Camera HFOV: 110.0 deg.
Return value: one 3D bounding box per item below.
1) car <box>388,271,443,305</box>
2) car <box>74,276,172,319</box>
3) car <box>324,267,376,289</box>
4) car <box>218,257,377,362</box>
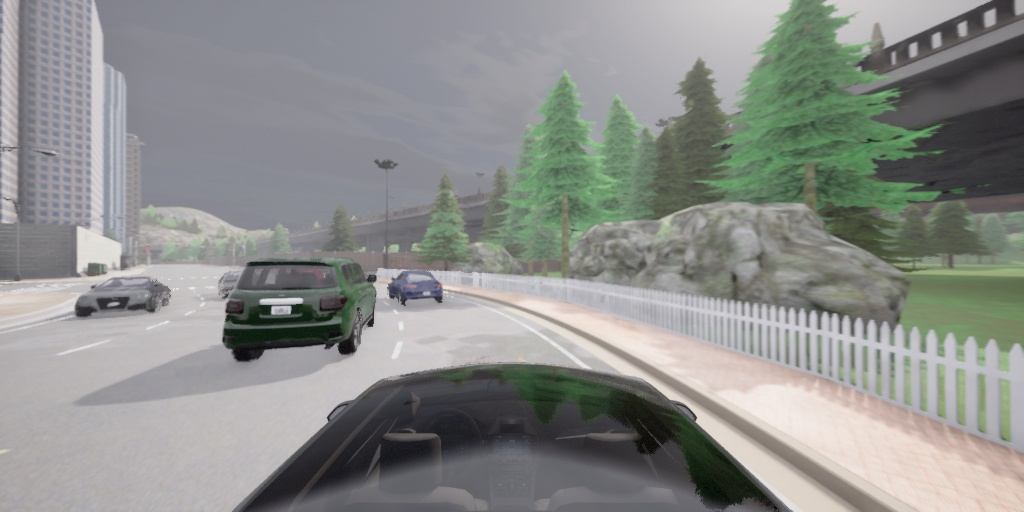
[{"bbox_3d":[-4.638,1.426,17.068,1.812,1.442,4.674,0,0,-28],"label":"car"},{"bbox_3d":[-14.998,1.509,14.086,1.994,1.385,4.181,0,-1,-35],"label":"car"},{"bbox_3d":[-12.468,1.579,27.384,2.033,1.411,5.357,0,-1,-42],"label":"car"},{"bbox_3d":[-4.703,1.058,8.819,2.150,2.045,5.566,0,-1,-15],"label":"car"}]
